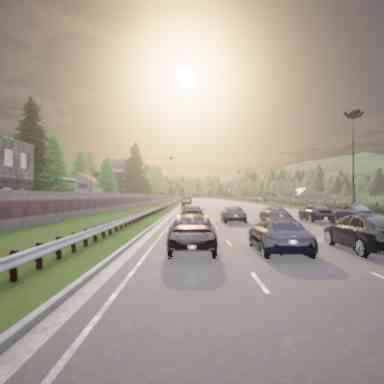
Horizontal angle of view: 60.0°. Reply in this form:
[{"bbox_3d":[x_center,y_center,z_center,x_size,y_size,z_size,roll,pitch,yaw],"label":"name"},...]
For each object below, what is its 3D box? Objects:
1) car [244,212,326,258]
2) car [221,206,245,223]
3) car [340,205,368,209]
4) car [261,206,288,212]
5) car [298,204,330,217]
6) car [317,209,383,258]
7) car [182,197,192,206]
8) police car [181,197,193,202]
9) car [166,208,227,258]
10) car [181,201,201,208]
[{"bbox_3d":[3.516,1.714,13.486,1.994,1.385,4.181,0,-1,1],"label":"car"},{"bbox_3d":[3.517,1.878,28.535,1.994,1.385,4.181,0,-1,1],"label":"car"},{"bbox_3d":[14.022,1.843,28.877,1.812,1.442,4.674,0,0,0],"label":"car"},{"bbox_3d":[7.019,1.876,28.359,1.994,1.385,4.181,0,-1,0],"label":"car"},{"bbox_3d":[10.518,1.820,28.488,1.837,1.490,4.892,0,0,0],"label":"car"},{"bbox_3d":[7.018,1.656,13.480,1.837,1.490,4.892,0,0,0],"label":"car"},{"bbox_3d":[-1.052,2.031,73.617,2.150,2.045,5.566,0,-1,0],"label":"car"},{"bbox_3d":[-1.052,2.124,63.696,1.930,1.638,5.238,0,-1,0],"label":"police car"},{"bbox_3d":[0.018,1.642,13.481,2.128,1.511,4.902,0,0,0],"label":"car"},{"bbox_3d":[0.018,1.820,28.488,1.837,1.490,4.892,0,0,0],"label":"car"}]
